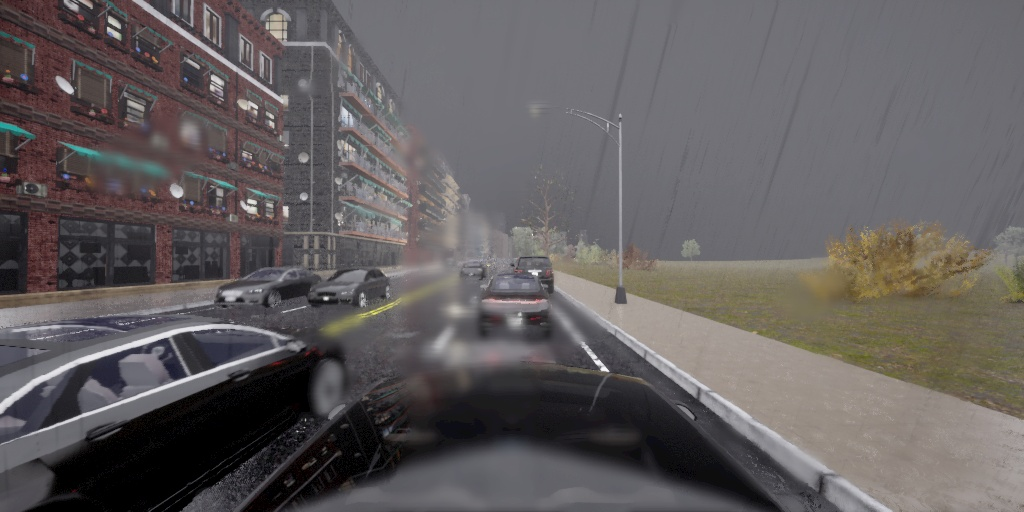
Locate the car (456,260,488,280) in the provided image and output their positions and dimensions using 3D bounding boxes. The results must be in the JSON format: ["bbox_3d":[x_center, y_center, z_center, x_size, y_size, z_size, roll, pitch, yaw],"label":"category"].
[{"bbox_3d":[-3.186,1.243,30.706,2.128,1.511,4.902,0,0,0],"label":"car"}]

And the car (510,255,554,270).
[{"bbox_3d":[1.115,0.977,20.189,2.150,2.045,5.566,0,0,0],"label":"car"}]

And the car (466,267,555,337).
[{"bbox_3d":[0.090,1.243,10.318,2.128,1.511,4.902,0,0,0],"label":"car"}]

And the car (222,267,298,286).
[{"bbox_3d":[-9.866,1.243,15.035,2.128,1.511,4.902,0,0,0],"label":"car"}]

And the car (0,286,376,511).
[{"bbox_3d":[-3.153,1.241,2.962,2.128,1.511,4.902,0,0,0],"label":"car"}]

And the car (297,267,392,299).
[{"bbox_3d":[-6.617,1.256,15.178,1.837,1.490,4.892,0,0,0],"label":"car"}]

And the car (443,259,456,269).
[{"bbox_3d":[-9.903,1.255,58.107,1.837,1.490,4.892,0,0,0],"label":"car"}]
